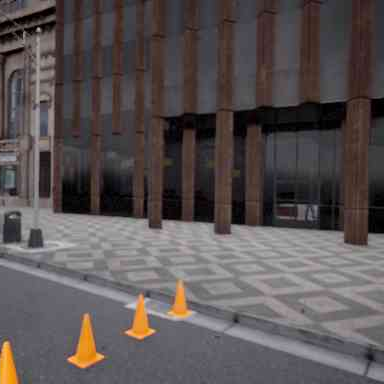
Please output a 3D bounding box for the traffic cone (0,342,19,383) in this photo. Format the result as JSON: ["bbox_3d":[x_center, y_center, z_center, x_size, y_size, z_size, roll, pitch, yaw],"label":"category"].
[{"bbox_3d":[-1.958,1.884,3.517,0.340,0.580,0.340,1,1,35],"label":"traffic cone"}]

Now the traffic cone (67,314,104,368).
[{"bbox_3d":[-1.378,1.884,4.332,0.340,0.580,0.340,1,1,35],"label":"traffic cone"}]

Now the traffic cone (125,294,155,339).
[{"bbox_3d":[-0.799,1.884,5.146,0.340,0.580,0.340,1,1,35],"label":"traffic cone"}]

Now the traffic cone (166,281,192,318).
[{"bbox_3d":[-0.219,1.884,5.961,0.340,0.580,0.340,1,1,35],"label":"traffic cone"}]
